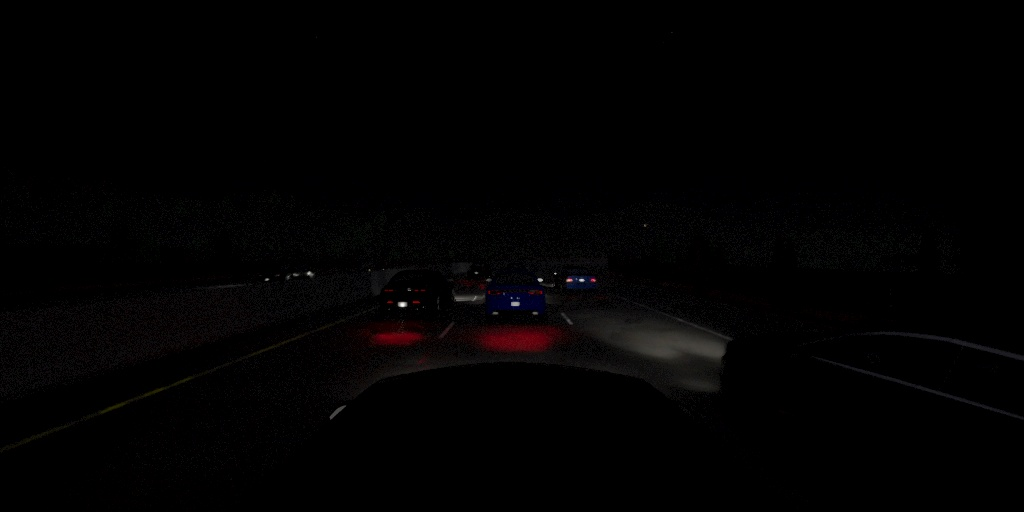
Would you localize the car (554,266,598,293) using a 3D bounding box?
[{"bbox_3d":[3.598,1.298,20.962,2.033,1.411,5.357,0,0,0],"label":"car"}]

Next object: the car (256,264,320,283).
[{"bbox_3d":[-17.411,1.300,28.329,2.033,1.411,5.357,0,0,3],"label":"car"}]

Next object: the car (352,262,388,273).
[{"bbox_3d":[-13.500,1.278,34.568,1.812,1.442,4.674,0,0,6],"label":"car"}]

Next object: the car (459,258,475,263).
[{"bbox_3d":[-7.095,1.353,50.808,1.895,1.301,4.718,0,0,15],"label":"car"}]

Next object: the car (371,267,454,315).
[{"bbox_3d":[-3.403,1.256,13.568,1.837,1.490,4.892,0,0,0],"label":"car"}]

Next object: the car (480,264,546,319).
[{"bbox_3d":[0.096,1.228,12.803,1.882,1.535,5.008,0,0,0],"label":"car"}]

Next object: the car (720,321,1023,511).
[{"bbox_3d":[3.599,1.241,2.686,2.128,1.511,4.902,0,0,0],"label":"car"}]

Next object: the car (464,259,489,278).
[{"bbox_3d":[-2.900,1.277,33.462,1.812,1.442,4.674,0,0,5],"label":"car"}]
